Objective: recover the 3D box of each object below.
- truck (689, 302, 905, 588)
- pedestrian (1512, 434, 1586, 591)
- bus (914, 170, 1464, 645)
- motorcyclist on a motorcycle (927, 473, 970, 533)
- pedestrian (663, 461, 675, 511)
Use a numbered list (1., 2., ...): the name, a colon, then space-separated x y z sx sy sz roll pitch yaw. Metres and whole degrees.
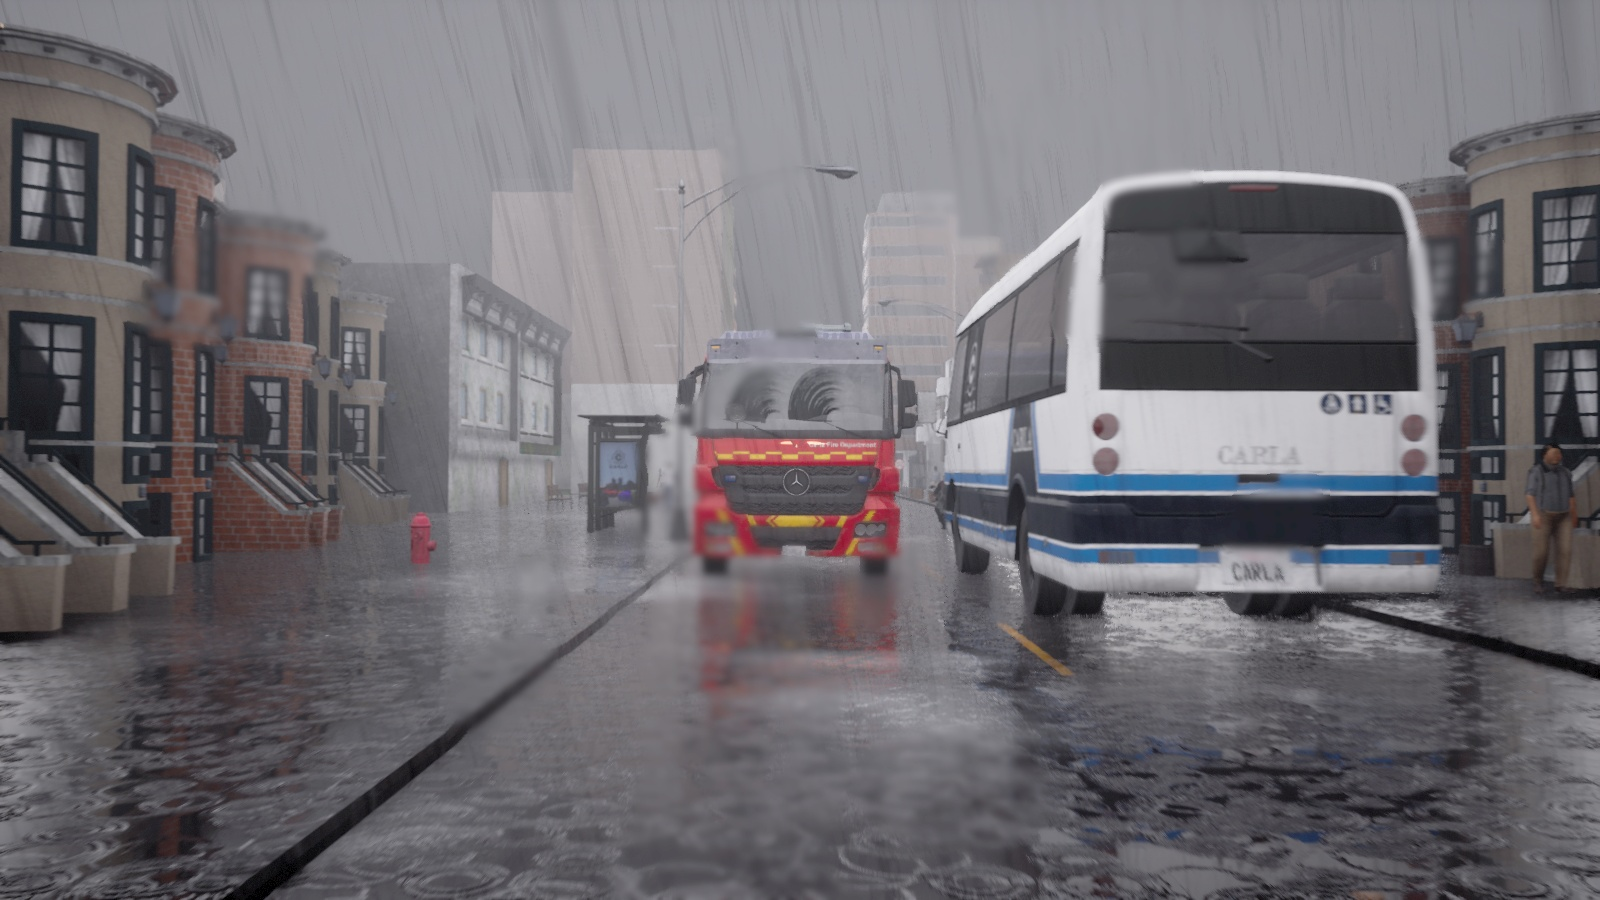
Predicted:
1. truck: -0.054 0.003 21.064 2.891 3.827 8.468 0 -1 0
2. pedestrian: 9.033 0.742 15.165 0.540 1.848 0.694 0 -1 10
3. bus: 3.957 -0.303 16.420 3.944 4.253 10.273 0 -1 0
4. motorcyclist on a motorcycle: 3.923 1.392 33.349 0.866 1.530 2.191 0 -1 0
5. pedestrian: -4.832 1.321 46.426 0.354 1.836 0.706 0 -1 2
